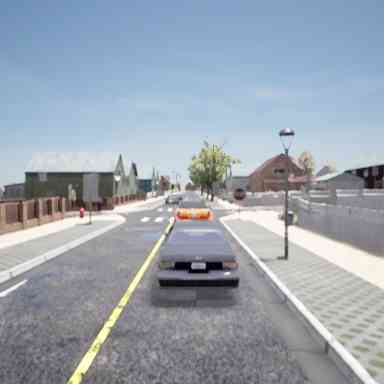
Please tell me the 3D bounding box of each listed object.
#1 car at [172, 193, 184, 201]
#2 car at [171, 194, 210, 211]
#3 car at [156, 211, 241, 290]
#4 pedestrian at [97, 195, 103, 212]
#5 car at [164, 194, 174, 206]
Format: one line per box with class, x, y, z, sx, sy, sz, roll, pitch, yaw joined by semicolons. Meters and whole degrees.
car;-2.729;0.995;64.391;2.033;1.411;5.357;0;1;1
car;0.024;1.191;19.338;2.097;1.767;4.553;0;0;-2
car;0.108;1.473;9.026;2.033;1.411;5.357;0;0;0
pedestrian;-9.672;1.167;34.741;0.375;1.860;0.375;0;1;0
car;-2.810;1.092;47.125;2.128;1.511;4.902;0;1;0
